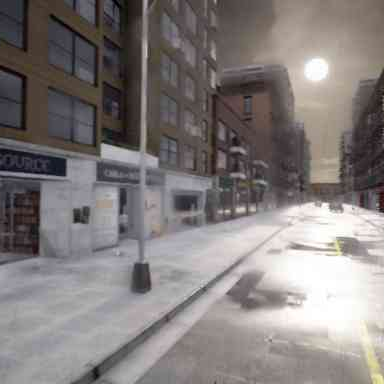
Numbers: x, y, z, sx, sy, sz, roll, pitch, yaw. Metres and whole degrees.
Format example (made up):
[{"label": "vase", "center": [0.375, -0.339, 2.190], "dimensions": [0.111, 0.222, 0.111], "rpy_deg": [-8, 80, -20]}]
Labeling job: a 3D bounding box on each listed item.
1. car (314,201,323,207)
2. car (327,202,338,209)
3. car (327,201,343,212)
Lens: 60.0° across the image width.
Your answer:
[{"label": "car", "center": [31.126, 2.959, 81.817], "dimensions": [2.128, 1.511, 4.902], "rpy_deg": [0, -1, 21]}, {"label": "car", "center": [28.702, 2.793, 68.034], "dimensions": [1.895, 1.301, 4.718], "rpy_deg": [0, -1, 21]}, {"label": "car", "center": [23.386, 2.296, 54.118], "dimensions": [2.097, 1.767, 4.553], "rpy_deg": [0, -1, 21]}]
